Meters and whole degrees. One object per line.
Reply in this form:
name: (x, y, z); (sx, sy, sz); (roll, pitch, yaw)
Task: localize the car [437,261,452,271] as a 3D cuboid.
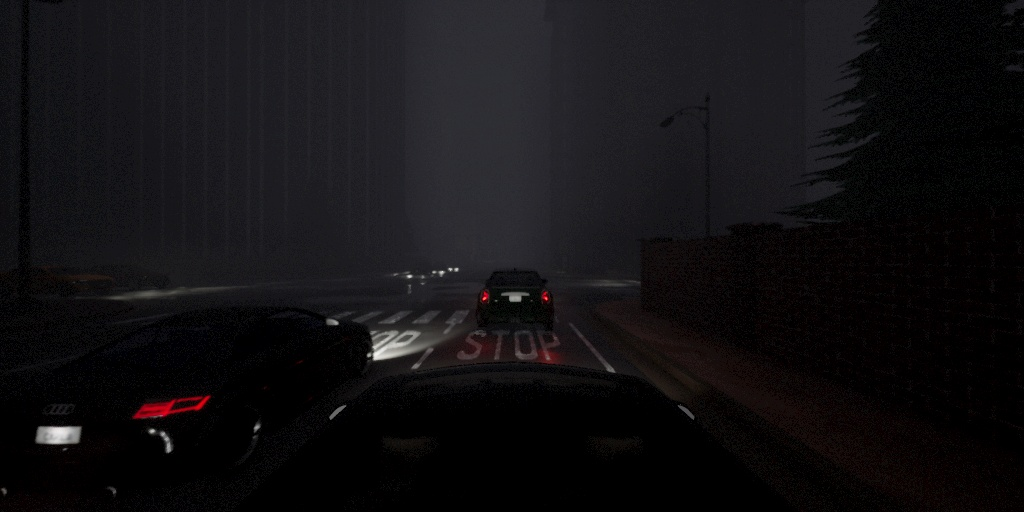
car: (-10.590, 1.502, 52.598); (1.994, 1.385, 4.181); (0, 0, 0)

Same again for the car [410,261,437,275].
car: (-10.594, 1.405, 42.332); (1.837, 1.490, 4.892); (0, 0, 0)

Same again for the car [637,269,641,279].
car: (12.594, 1.149, 29.220); (4.553, 1.767, 2.097); (0, 0, 0)

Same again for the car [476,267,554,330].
car: (0.091, 1.138, 11.444); (2.097, 1.767, 4.553); (0, 0, 0)

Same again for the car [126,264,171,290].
car: (-23.820, 1.247, 21.905); (5.008, 1.535, 1.882); (0, 0, 0)

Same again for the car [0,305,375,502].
car: (-3.422, 1.325, 4.715); (1.994, 1.385, 4.181); (0, 0, 0)

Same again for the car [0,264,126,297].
car: (-23.495, 1.234, 18.406); (5.008, 1.535, 1.882); (0, 0, 0)
